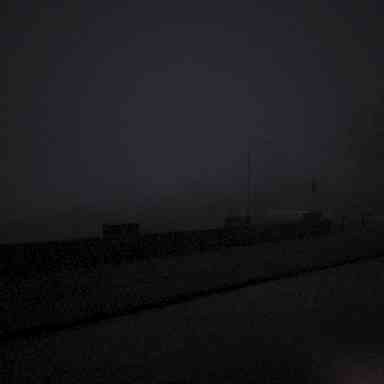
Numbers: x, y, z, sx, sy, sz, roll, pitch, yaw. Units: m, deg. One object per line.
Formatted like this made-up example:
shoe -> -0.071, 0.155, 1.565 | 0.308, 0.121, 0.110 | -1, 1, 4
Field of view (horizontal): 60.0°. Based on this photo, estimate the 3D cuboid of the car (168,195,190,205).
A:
car -> -2.311, 1.352, 57.291 | 2.097, 1.767, 4.553 | 0, 0, -35

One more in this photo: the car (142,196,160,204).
car -> -8.183, 1.478, 65.443 | 1.882, 1.535, 5.008 | 0, 0, -35

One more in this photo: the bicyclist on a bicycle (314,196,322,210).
bicyclist on a bicycle -> 15.178, 1.349, 40.088 | 1.656, 1.620, 0.582 | 0, 0, -35
